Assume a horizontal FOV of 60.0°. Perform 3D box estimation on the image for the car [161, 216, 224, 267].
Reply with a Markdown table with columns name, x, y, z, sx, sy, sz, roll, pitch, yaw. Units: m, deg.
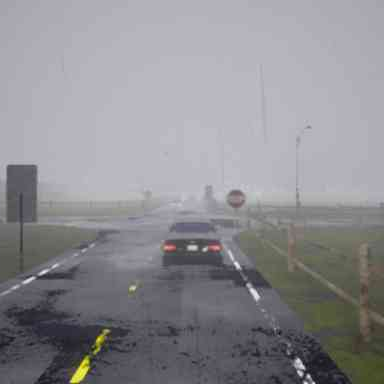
| name | x | y | z | sx | sy | sz | roll | pitch | yaw |
| --- | --- | --- | --- | --- | --- | --- | --- | --- | --- |
| car | 0.025 | 1.531 | 11.369 | 2.033 | 1.411 | 5.357 | 0 | 0 | 0 |

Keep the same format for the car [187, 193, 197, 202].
| name | x | y | z | sx | sy | sz | roll | pitch | yaw |
| --- | --- | --- | --- | --- | --- | --- | --- | --- | --- |
| car | 0.005 | 1.427 | 71.531 | 2.033 | 1.411 | 5.357 | 0 | 0 | 0 |

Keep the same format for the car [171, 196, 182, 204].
| name | x | y | z | sx | sy | sz | roll | pitch | yaw |
| --- | --- | --- | --- | --- | --- | --- | --- | --- | --- |
| car | -2.772 | 1.459 | 61.245 | 2.033 | 1.411 | 5.357 | 0 | 0 | 1 |

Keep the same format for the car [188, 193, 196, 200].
| name | x | y | z | sx | sy | sz | roll | pitch | yaw |
| --- | --- | --- | --- | --- | --- | --- | --- | --- | --- |
| car | 0.006 | 1.066 | 81.919 | 2.097 | 1.767 | 4.553 | 0 | 0 | 0 |
